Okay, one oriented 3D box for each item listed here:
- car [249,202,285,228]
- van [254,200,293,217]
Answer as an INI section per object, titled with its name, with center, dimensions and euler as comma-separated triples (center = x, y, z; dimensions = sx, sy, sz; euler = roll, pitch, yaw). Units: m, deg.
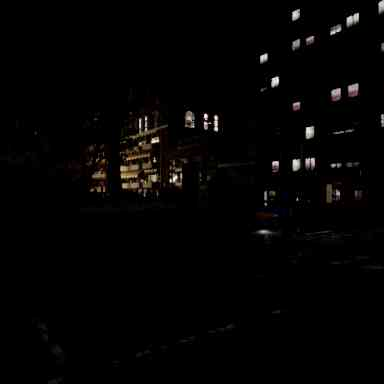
[car]
center = 4.086, 1.754, 24.632
dimensions = 1.882, 1.535, 5.008
euler = 0, -1, -37
[van]
center = 7.175, 1.642, 30.215
dimensions = 1.690, 1.788, 3.998
euler = -1, 0, -36
